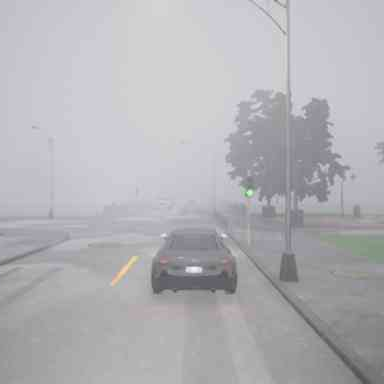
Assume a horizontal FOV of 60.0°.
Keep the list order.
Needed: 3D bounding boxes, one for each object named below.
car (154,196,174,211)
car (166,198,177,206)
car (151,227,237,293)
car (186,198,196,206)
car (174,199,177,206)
[{"bbox_3d":[-4.257,1.621,49.073,2.150,2.045,5.566,0,0,0],"label":"car"},{"bbox_3d":[-4.223,2.091,69.565,2.128,1.511,4.902,0,0,0],"label":"car"},{"bbox_3d":[0.049,1.639,9.088,1.994,1.385,4.181,0,0,0],"label":"car"},{"bbox_3d":[-0.118,2.029,67.820,1.882,1.535,5.008,0,0,0],"label":"car"},{"bbox_3d":[-4.252,2.030,59.322,2.033,1.411,5.357,0,0,0],"label":"car"}]
